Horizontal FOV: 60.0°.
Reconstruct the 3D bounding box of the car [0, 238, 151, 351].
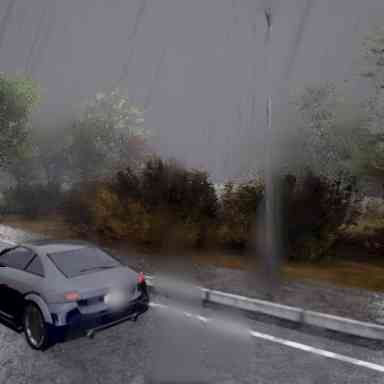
[{"bbox_3d":[-2.757,1.594,6.352,4.181,1.385,1.994,0,0,39],"label":"car"}]
